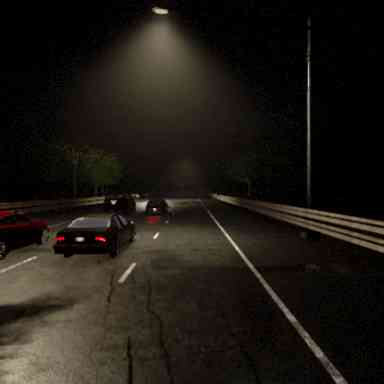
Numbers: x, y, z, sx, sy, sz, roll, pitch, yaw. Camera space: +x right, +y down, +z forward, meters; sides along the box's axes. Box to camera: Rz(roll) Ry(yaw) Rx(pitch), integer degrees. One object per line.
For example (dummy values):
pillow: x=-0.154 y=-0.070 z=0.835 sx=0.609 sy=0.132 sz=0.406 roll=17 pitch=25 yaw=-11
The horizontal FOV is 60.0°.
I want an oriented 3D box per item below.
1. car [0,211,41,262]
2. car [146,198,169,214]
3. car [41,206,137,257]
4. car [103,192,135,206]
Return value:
car: x=-6.913 y=1.410 z=11.895 sx=1.882 sy=1.535 sz=5.008 roll=0 pitch=0 yaw=0
car: x=-3.424 y=1.330 z=33.086 sx=1.837 sy=1.490 sz=4.892 roll=0 pitch=0 yaw=0
car: x=-3.411 y=1.476 z=12.624 sx=2.033 sy=1.411 sz=5.357 roll=0 pitch=0 yaw=0
car: x=-6.923 y=1.051 z=32.046 sx=2.150 sy=2.045 sz=5.566 roll=0 pitch=0 yaw=0
